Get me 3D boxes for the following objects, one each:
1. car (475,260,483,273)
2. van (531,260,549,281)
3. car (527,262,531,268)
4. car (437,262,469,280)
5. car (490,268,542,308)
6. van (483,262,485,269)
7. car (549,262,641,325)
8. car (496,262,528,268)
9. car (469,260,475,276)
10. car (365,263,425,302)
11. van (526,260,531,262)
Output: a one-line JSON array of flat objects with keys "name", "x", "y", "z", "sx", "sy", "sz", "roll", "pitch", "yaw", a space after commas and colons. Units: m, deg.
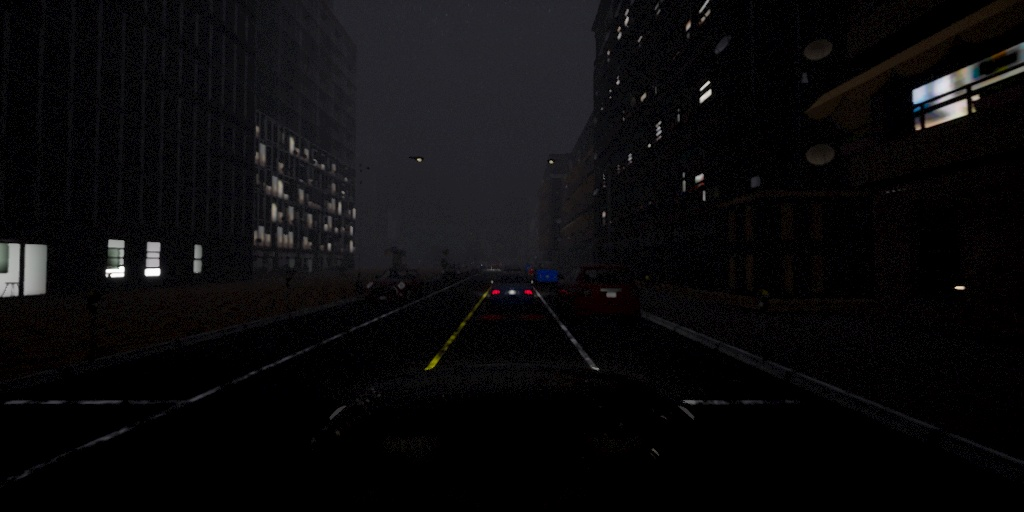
[{"name": "car", "x": -5.644, "y": 1.738, "z": 51.637, "sx": 1.888, "sy": 1.381, "sz": 4.507, "roll": 0, "pitch": 0, "yaw": 0}, {"name": "van", "x": 2.698, "y": 1.342, "z": 29.083, "sx": 1.690, "sy": 1.789, "sz": 3.998, "roll": 0, "pitch": 0, "yaw": 0}, {"name": "car", "x": 2.701, "y": 1.644, "z": 40.377, "sx": 1.888, "sy": 1.381, "sz": 4.507, "roll": 0, "pitch": 0, "yaw": 0}, {"name": "car", "x": -5.654, "y": 1.490, "z": 34.700, "sx": 1.967, "sy": 1.591, "sz": 4.097, "roll": 0, "pitch": 0, "yaw": 0}, {"name": "car", "x": 0.005, "y": 1.429, "z": 15.848, "sx": 2.033, "sy": 1.411, "sz": 5.357, "roll": 0, "pitch": 0, "yaw": 0}, {"name": "van", "x": -5.643, "y": 1.580, "z": 57.283, "sx": 1.690, "sy": 1.789, "sz": 3.998, "roll": 0, "pitch": 0, "yaw": 0}, {"name": "car", "x": 2.694, "y": 1.162, "z": 12.144, "sx": 2.192, "sy": 1.841, "sz": 5.009, "roll": 0, "pitch": 0, "yaw": 0}, {"name": "car", "x": 0.012, "y": 1.512, "z": 31.157, "sx": 2.128, "sy": 1.511, "sz": 4.902, "roll": 0, "pitch": 0, "yaw": 0}, {"name": "car", "x": -5.647, "y": 1.539, "z": 40.346, "sx": 1.967, "sy": 1.591, "sz": 4.097, "roll": 0, "pitch": 0, "yaw": 0}, {"name": "car", "x": -5.689, "y": 1.339, "z": 17.762, "sx": 1.967, "sy": 1.591, "sz": 4.097, "roll": 0, "pitch": 0, "yaw": 0}, {"name": "van", "x": 2.704, "y": 1.535, "z": 51.668, "sx": 1.690, "sy": 1.789, "sz": 3.998, "roll": 0, "pitch": 0, "yaw": 0}]
